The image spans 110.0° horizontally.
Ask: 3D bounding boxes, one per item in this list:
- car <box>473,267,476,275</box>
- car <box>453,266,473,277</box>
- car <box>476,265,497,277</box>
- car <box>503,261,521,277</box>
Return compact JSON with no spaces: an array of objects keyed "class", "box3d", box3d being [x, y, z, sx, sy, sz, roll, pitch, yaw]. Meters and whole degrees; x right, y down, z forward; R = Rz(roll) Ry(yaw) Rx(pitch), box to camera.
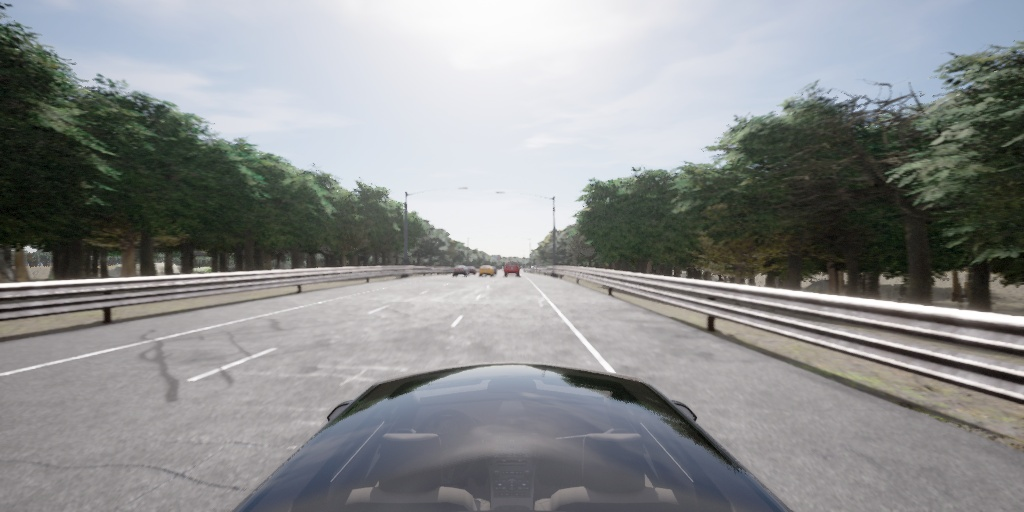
[{"class":"car","box3d":[-6.996,2.466,60.256,1.882,1.535,5.008,0,-2,0]},{"class":"car","box3d":[-6.996,2.090,49.834,1.837,1.490,4.892,0,-2,0]},{"class":"car","box3d":[-3.496,2.063,49.835,1.882,1.535,5.008,0,-2,0]},{"class":"car","box3d":[0.004,1.808,49.874,2.150,2.045,5.566,0,-2,0]}]
